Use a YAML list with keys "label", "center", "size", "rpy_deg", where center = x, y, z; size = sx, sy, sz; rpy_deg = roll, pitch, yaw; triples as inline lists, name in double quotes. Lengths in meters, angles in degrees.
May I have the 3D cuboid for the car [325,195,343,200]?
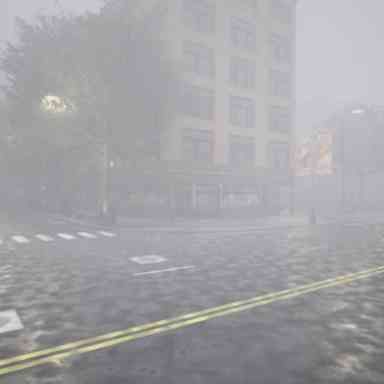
- label: "car"
  center: [35.357, 2.143, 85.615]
  size: [2.002, 1.452, 4.674]
  rpy_deg: [1, 0, -36]
